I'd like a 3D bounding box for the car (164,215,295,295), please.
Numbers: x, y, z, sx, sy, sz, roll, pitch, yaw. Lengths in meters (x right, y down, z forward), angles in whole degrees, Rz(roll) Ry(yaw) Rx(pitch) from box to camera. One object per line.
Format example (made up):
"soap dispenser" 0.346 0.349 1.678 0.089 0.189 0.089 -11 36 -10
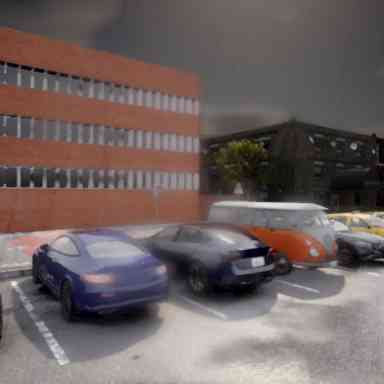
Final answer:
"car" 0.070 1.553 9.070 2.163 1.488 4.792 1 0 -35

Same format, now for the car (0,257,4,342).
"car" -4.516 1.517 5.767 2.002 1.452 4.674 1 0 -35

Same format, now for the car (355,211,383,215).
"car" 7.097 1.590 13.816 1.946 1.575 5.366 1 0 -35

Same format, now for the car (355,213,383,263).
"car" 4.687 1.609 12.329 2.002 1.452 4.674 1 0 -35

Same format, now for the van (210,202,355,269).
"van" 2.457 1.320 10.593 1.878 1.987 4.442 1 0 -35

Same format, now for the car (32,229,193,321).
"car" -2.212 1.540 7.403 2.002 1.452 4.674 1 0 -35
